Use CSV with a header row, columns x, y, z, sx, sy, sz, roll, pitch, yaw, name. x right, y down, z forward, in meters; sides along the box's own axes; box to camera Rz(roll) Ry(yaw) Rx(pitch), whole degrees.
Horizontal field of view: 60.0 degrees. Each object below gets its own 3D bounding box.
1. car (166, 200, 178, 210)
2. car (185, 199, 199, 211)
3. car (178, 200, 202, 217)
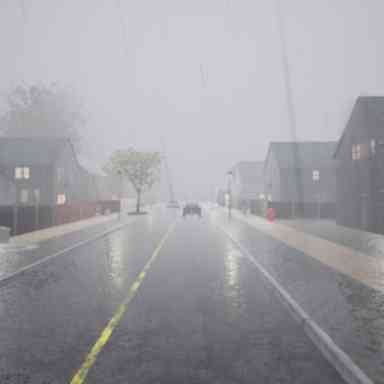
x,y,z,sx,sy,sz,roll,pitch,yaw,name
-2.742,1.938,49.523,1.812,1.442,4.674,0,-1,0,car
0.044,1.831,47.336,1.882,1.535,5.008,0,0,1,car
0.014,1.720,34.158,2.128,1.511,4.902,0,-1,0,car
